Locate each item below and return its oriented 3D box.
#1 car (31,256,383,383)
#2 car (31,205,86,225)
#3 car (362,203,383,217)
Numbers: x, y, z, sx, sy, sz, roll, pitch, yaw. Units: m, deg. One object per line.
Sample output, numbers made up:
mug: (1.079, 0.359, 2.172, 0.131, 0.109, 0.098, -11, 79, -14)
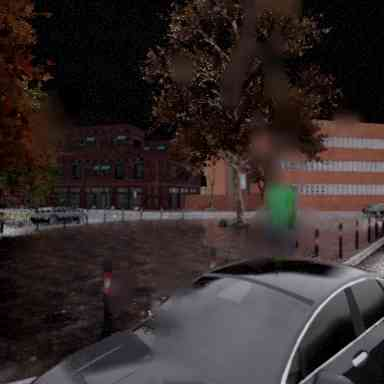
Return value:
car: (0.785, 1.525, 3.301, 4.892, 1.490, 1.837, 0, 0, -41)
car: (-10.112, 1.681, 25.599, 1.994, 1.385, 4.181, 0, 0, 31)
car: (22.417, 2.090, 38.963, 4.902, 1.511, 2.128, 1, 0, -13)
